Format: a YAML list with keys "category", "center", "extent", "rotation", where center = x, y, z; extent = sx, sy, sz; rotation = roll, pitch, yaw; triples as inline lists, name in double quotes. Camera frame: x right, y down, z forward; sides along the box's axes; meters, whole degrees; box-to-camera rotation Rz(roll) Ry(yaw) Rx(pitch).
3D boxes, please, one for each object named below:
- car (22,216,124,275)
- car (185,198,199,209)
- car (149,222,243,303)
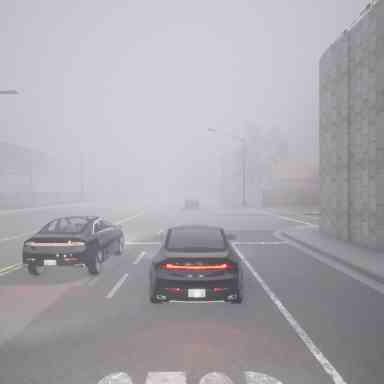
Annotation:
- category: "car"
  center: [-3.426, 1.492, 10.450]
  extent: [2.128, 1.511, 4.902]
  rotation: [0, 0, 0]
- category: "car"
  center: [-0.013, 1.491, 44.174]
  extent: [2.128, 1.511, 4.902]
  rotation: [0, 0, 0]
- category: "car"
  center: [0.080, 1.505, 8.181]
  extent: [1.837, 1.490, 4.892]
  rotation: [0, 0, 0]
